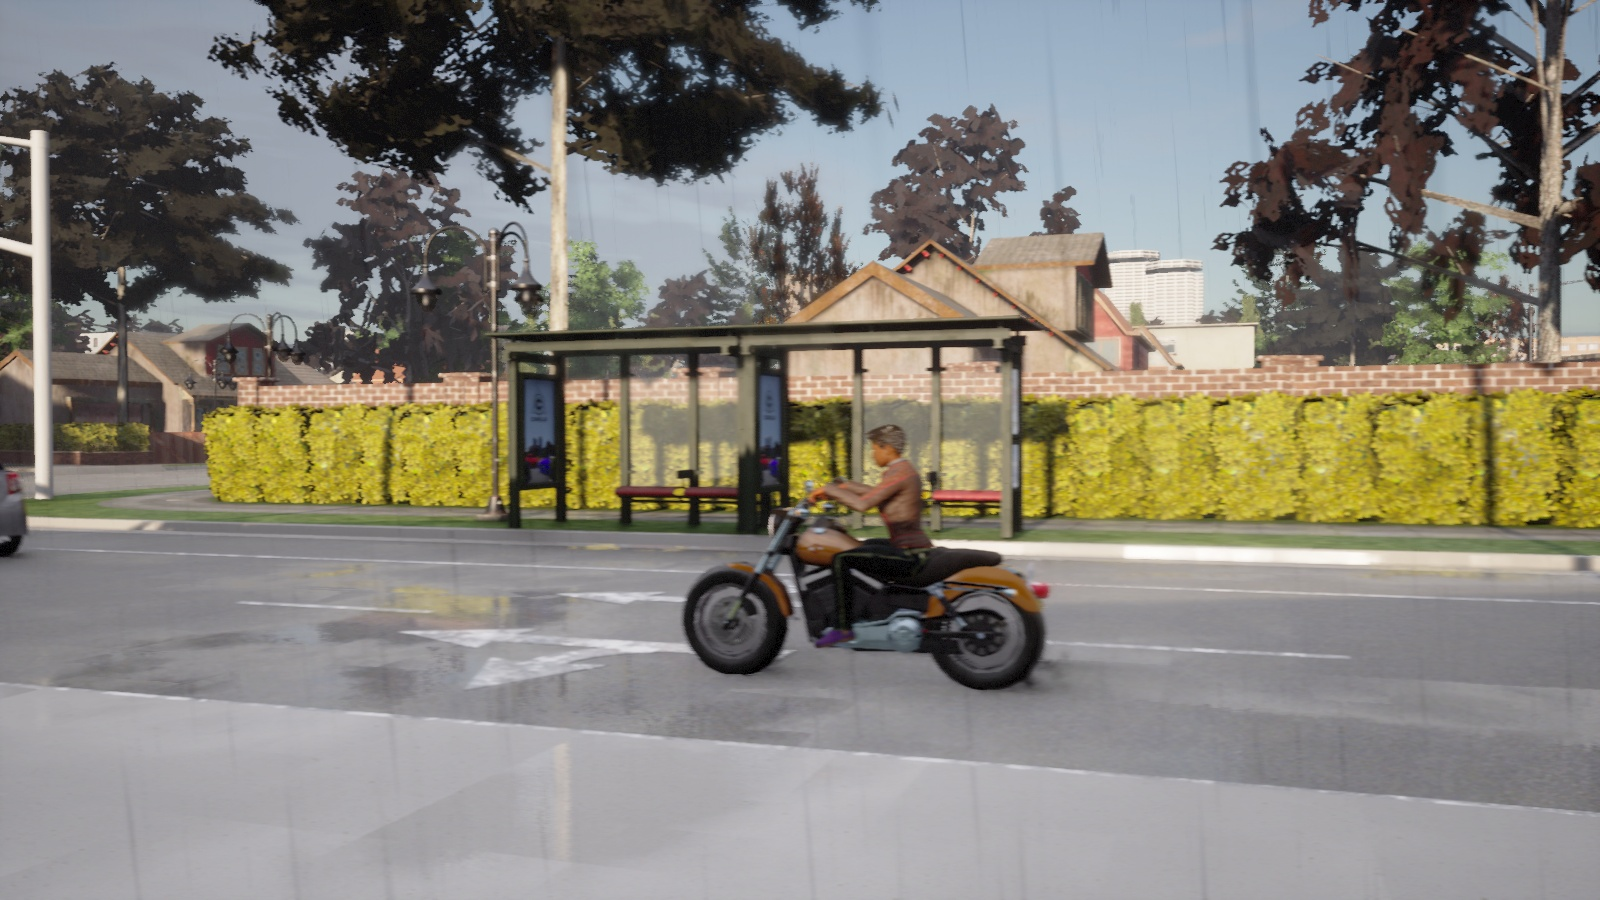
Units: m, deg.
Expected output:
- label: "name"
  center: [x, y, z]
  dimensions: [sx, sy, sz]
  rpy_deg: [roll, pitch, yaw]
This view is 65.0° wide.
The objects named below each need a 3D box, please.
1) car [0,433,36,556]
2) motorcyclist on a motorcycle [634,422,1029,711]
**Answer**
- label: "car"
  center: [-11.665, 0.546, 15.558]
  dimensions: [3.633, 1.501, 1.845]
  rpy_deg: [0, 1, 19]
- label: "motorcyclist on a motorcycle"
  center: [0.193, 0.652, 7.875]
  dimensions: [2.350, 1.649, 0.766]
  rpy_deg: [0, 1, 19]
